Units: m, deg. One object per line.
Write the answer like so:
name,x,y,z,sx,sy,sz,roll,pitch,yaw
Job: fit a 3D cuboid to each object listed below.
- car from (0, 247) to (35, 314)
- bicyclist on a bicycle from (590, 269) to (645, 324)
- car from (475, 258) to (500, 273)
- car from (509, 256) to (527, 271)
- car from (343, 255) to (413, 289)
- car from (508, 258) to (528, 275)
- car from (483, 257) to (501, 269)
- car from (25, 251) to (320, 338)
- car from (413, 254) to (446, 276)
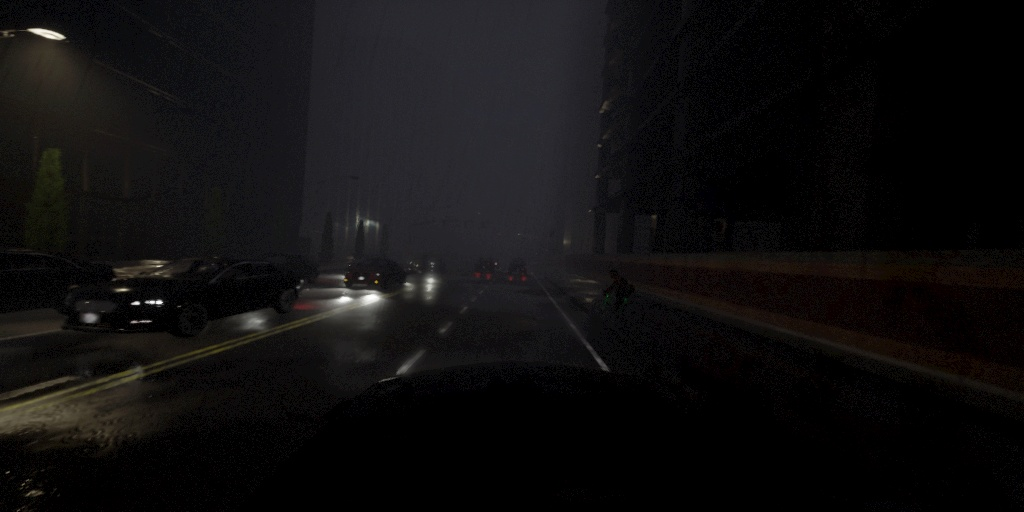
car,-10.549,0.557,6.676,2.128,1.511,4.902,4,0,1
bicyclist on a bicycle,3.172,1.229,10.750,1.656,1.620,0.582,2,0,1
car,-2.826,0.945,38.952,2.128,1.511,4.902,4,0,1
car,0.901,1.011,48.869,2.097,1.767,4.553,4,0,3
car,-6.863,0.827,18.392,1.994,1.385,4.181,4,0,1
car,0.622,1.200,38.248,1.812,1.442,4.674,4,0,1
car,-2.657,0.981,49.498,2.033,1.411,5.357,4,0,1
car,-7.026,0.774,8.465,2.128,1.511,4.902,4,0,1
car,-6.665,0.596,28.541,2.097,1.767,4.553,4,0,1
